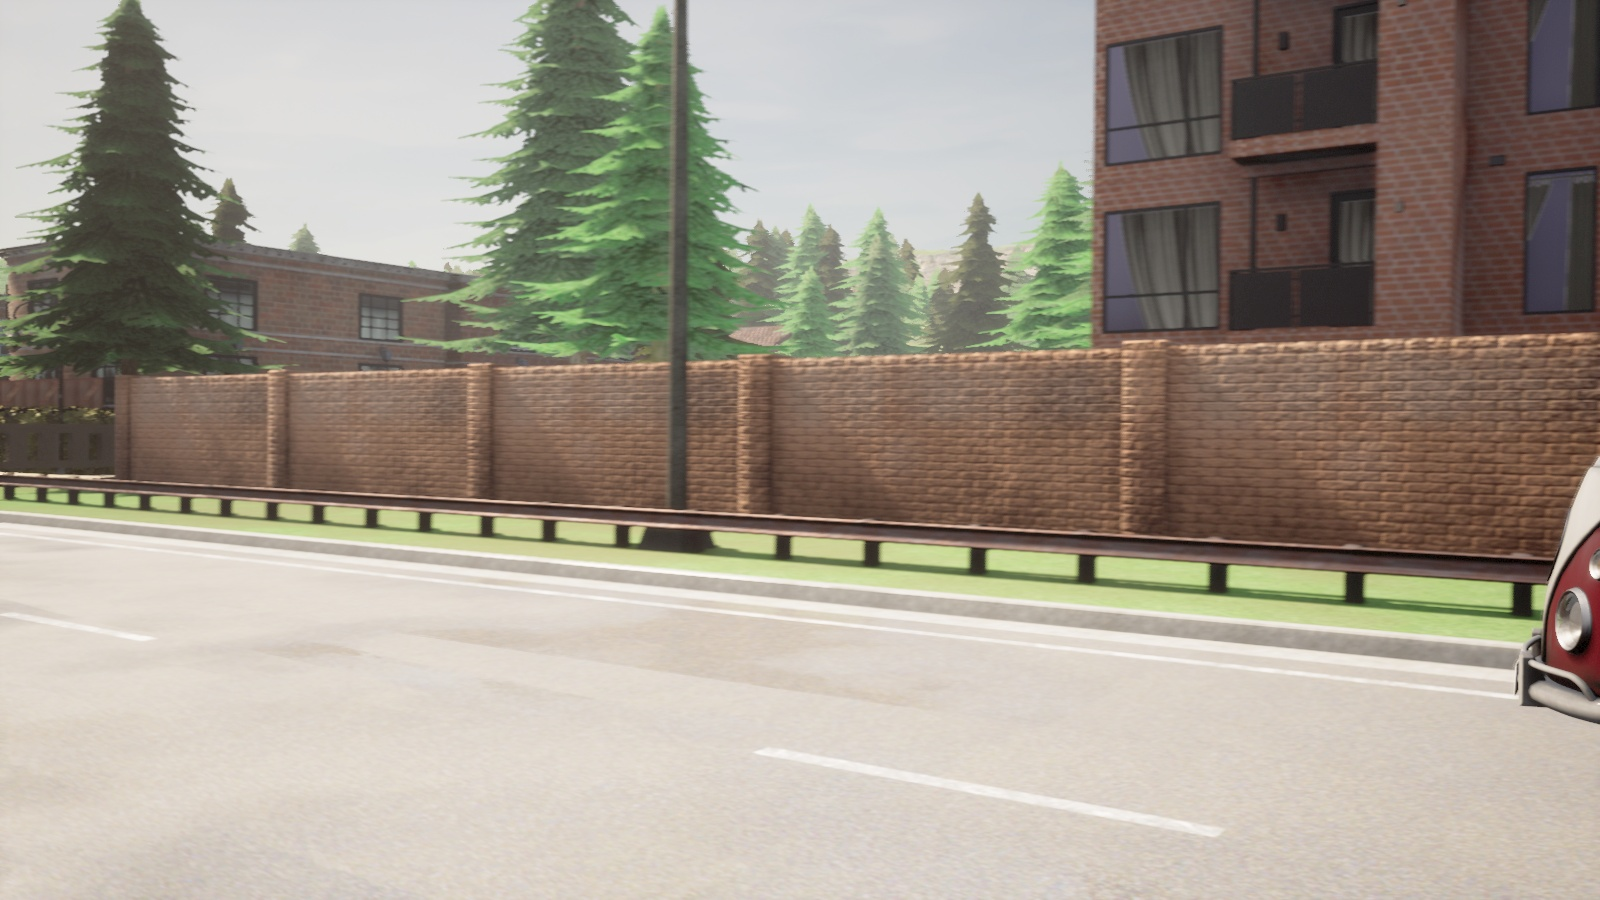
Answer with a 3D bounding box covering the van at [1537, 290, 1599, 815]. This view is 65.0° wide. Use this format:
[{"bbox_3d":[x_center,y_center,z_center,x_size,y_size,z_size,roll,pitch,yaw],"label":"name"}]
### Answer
[{"bbox_3d":[5.195,0.377,4.369,4.442,1.987,1.775,0,1,34],"label":"van"}]
